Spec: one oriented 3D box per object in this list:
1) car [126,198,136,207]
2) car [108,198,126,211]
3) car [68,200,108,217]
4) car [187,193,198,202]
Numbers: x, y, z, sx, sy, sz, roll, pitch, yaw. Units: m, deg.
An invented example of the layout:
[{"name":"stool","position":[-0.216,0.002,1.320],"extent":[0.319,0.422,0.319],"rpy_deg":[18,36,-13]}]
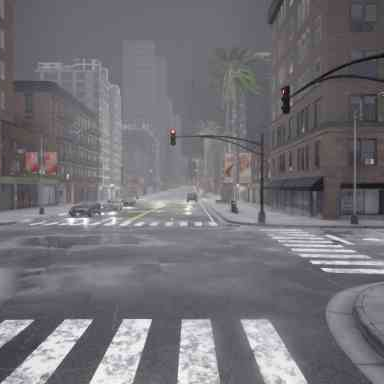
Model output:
[{"name":"car","position":[-9.845,1.543,51.206],"extent":[1.994,1.385,4.181],"rpy_deg":[0,0,1]},{"name":"car","position":[-9.859,1.589,41.135],"extent":[1.895,1.301,4.718],"rpy_deg":[0,0,0]},{"name":"car","position":[-9.856,1.540,31.445],"extent":[2.033,1.411,5.357],"rpy_deg":[0,0,0]},{"name":"car","position":[0.040,1.163,71.992],"extent":[2.150,2.045,5.566],"rpy_deg":[0,0,0]}]
